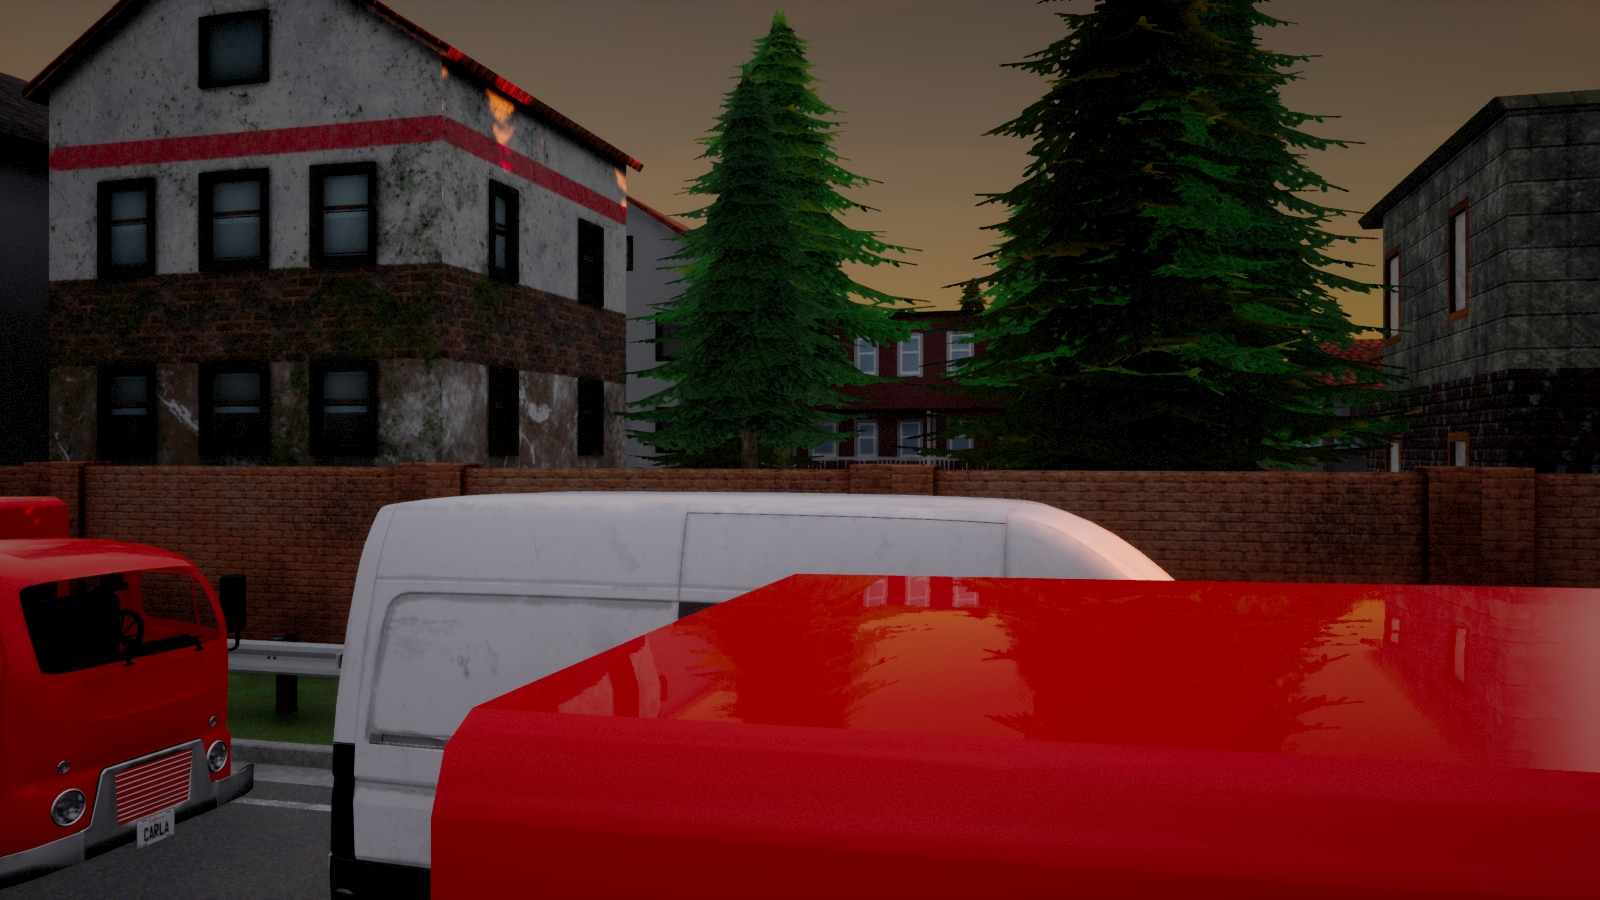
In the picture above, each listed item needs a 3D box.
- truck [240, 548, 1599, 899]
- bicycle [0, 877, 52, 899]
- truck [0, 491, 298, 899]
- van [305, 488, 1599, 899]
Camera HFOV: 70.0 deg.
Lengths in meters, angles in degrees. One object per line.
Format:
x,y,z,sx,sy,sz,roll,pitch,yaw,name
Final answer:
2.192,1.568,1.959,5.204,2.467,2.627,0,0,15,truck
-3.101,2.056,3.494,1.643,1.496,0.373,0,0,16,bicycle
-6.587,1.568,7.895,5.204,2.467,2.627,0,0,15,truck
0.608,1.535,6.000,5.915,2.561,1.988,0,0,15,van
